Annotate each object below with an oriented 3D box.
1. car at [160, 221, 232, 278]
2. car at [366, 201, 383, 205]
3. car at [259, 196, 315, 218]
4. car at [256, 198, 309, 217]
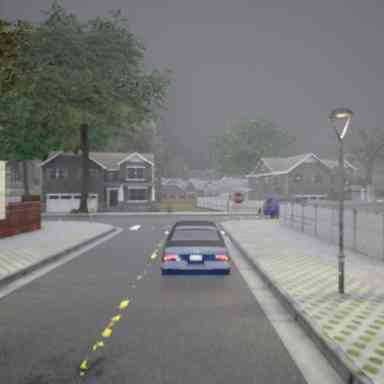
[{"bbox_3d":[0.094,1.591,10.270,2.033,1.411,5.357,0,0,0],"label":"car"},{"bbox_3d":[19.605,1.744,35.256,4.892,1.490,1.837,0,0,-15],"label":"car"},{"bbox_3d":[9.246,1.385,30.225,5.566,2.045,2.150,0,0,-8],"label":"car"},{"bbox_3d":[8.898,1.524,32.792,4.553,1.767,2.097,0,0,-12],"label":"car"}]
